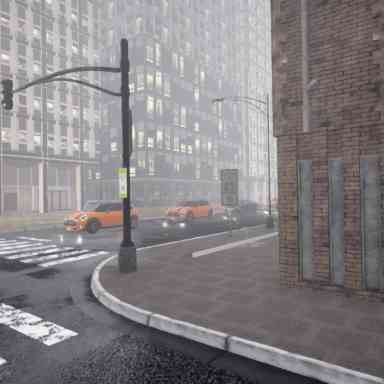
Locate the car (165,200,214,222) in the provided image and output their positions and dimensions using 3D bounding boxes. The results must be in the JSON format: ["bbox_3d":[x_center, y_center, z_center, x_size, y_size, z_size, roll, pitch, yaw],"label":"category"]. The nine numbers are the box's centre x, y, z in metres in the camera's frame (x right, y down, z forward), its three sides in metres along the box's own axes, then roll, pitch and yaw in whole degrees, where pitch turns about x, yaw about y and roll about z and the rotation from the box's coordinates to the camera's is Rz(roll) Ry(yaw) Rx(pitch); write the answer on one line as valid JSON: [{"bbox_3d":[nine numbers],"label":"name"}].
[{"bbox_3d":[-0.150,1.433,27.066,2.097,1.767,4.553,-1,-1,36],"label":"car"}]

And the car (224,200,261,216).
[{"bbox_3d":[5.130,1.590,34.359,2.128,1.511,4.902,-1,-1,36],"label":"car"}]

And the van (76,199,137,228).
[{"bbox_3d":[-5.917,1.460,23.512,1.690,1.788,3.998,-2,-1,36],"label":"van"}]

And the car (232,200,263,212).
[{"bbox_3d":[6.992,1.689,41.367,1.752,1.417,4.829,-2,-1,36],"label":"car"}]

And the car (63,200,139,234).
[{"bbox_3d":[-5.358,1.416,19.912,2.097,1.767,4.553,-1,-1,37],"label":"car"}]

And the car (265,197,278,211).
[{"bbox_3d":[11.075,1.471,42.538,2.097,1.767,4.553,-1,-1,36],"label":"car"}]
